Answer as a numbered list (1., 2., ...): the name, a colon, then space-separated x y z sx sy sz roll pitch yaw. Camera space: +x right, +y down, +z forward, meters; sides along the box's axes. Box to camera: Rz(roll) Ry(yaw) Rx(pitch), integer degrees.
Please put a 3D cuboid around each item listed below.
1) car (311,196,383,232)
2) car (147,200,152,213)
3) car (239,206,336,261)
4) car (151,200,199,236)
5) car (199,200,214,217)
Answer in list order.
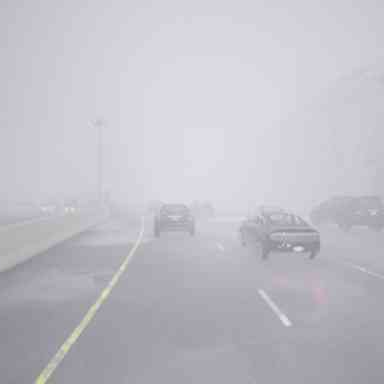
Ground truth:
1. car: 9.350 1.227 20.320 2.150 2.045 5.566 0 0 -6
2. car: -4.060 1.606 37.675 2.033 1.411 5.357 0 0 -12
3. car: 3.028 1.501 12.405 2.128 1.511 4.902 0 0 -4
4. car: -1.079 1.379 18.839 2.097 1.767 4.553 0 0 -6
5. car: 0.755 1.530 31.010 2.128 1.511 4.902 0 0 -10
